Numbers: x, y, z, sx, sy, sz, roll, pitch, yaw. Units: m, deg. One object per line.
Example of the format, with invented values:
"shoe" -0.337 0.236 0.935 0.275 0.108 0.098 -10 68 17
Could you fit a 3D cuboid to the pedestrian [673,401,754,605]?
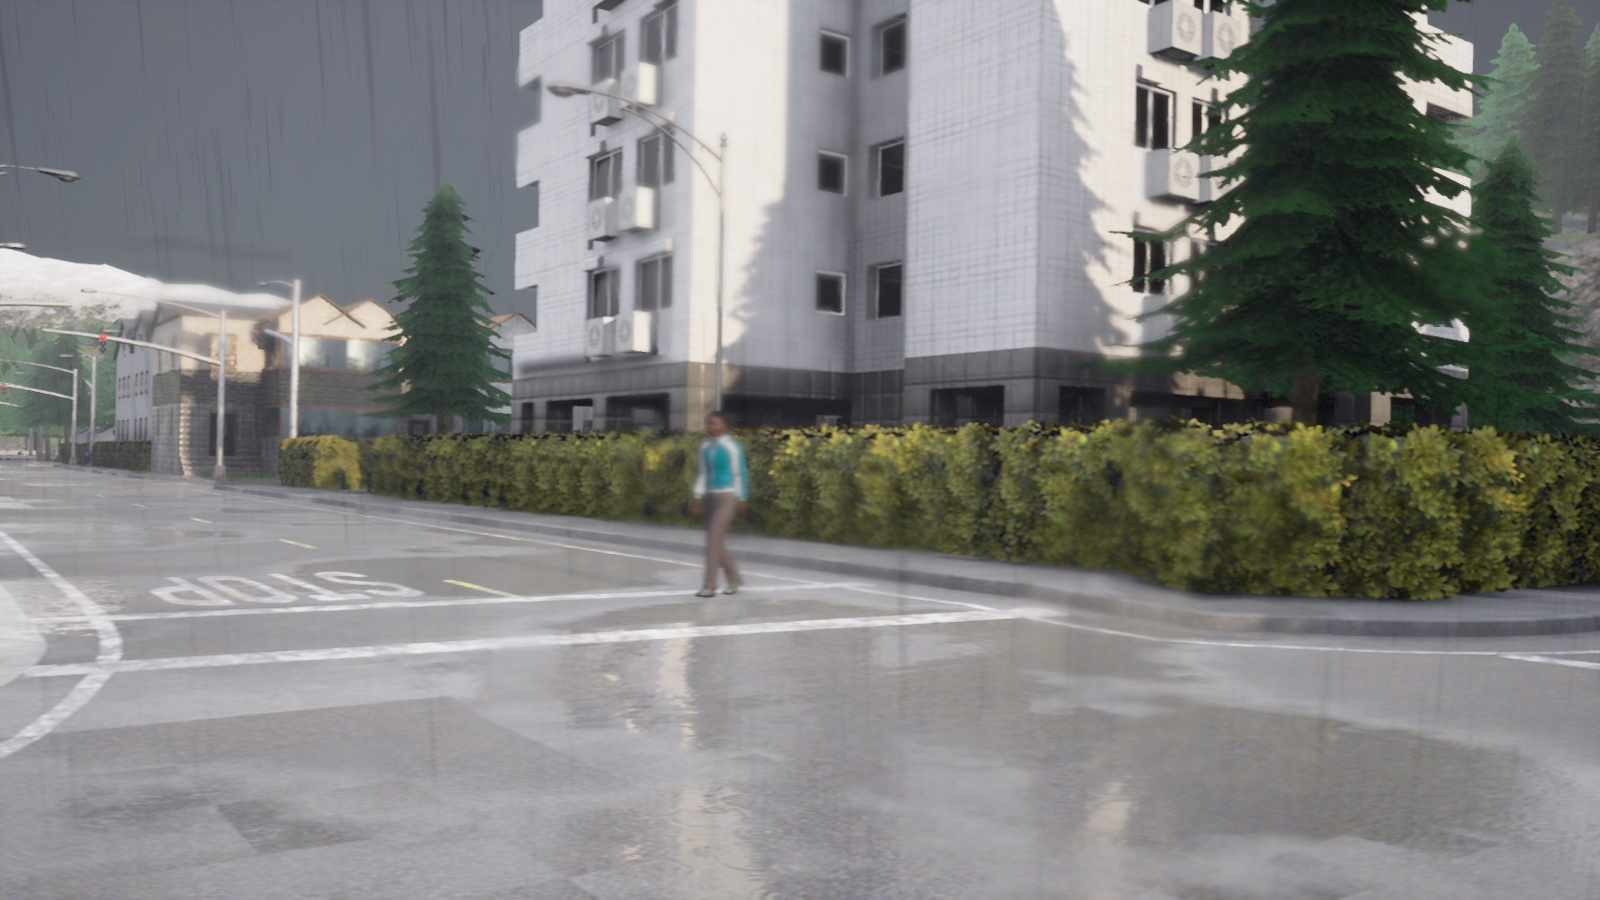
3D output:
"pedestrian" -0.838 0.504 12.265 0.396 1.930 0.692 0 -1 40
